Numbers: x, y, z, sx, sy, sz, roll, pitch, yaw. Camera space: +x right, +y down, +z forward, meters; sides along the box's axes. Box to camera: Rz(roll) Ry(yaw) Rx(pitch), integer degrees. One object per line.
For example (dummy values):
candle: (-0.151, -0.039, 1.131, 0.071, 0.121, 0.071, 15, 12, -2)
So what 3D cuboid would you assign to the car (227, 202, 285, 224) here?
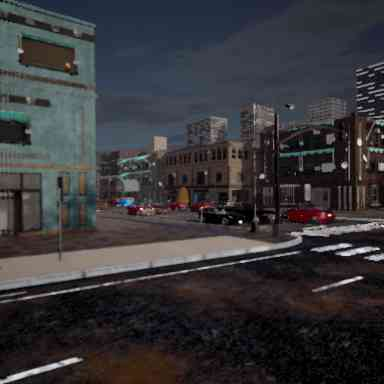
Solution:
car: (4.694, 1.686, 26.873, 1.882, 1.535, 5.008, -1, 0, -35)

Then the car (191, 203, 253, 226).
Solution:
car: (2.216, 1.808, 25.664, 1.947, 1.339, 4.313, -2, 0, -35)

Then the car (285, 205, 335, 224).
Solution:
car: (9.018, 1.706, 26.145, 1.994, 1.385, 4.181, -1, 0, -34)

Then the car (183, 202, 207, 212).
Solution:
car: (1.097, 1.894, 41.902, 1.802, 1.307, 4.206, -2, 0, -35)

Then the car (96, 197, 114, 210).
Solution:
car: (-15.141, 2.098, 54.921, 1.882, 1.535, 5.008, -1, 0, -35)

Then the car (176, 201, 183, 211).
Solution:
car: (-2.111, 1.956, 46.411, 1.802, 1.307, 4.206, -2, 0, -35)

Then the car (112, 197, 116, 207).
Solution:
car: (-14.954, 1.930, 64.450, 2.192, 1.841, 5.009, -1, 0, -35)

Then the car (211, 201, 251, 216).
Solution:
car: (4.306, 1.800, 37.391, 2.008, 1.369, 4.403, -2, 0, -35)

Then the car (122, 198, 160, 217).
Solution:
car: (-5.733, 1.840, 37.041, 1.967, 1.590, 4.097, -2, 0, -35)

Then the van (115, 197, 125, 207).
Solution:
van: (-11.744, 1.897, 59.941, 1.690, 1.788, 3.998, -1, 0, -35)

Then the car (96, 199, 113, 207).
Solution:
car: (-18.158, 2.218, 68.961, 1.887, 1.381, 4.507, -1, 0, -35)

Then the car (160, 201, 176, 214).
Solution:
car: (-4.112, 1.946, 39.256, 1.994, 1.385, 4.181, -1, 0, -35)
